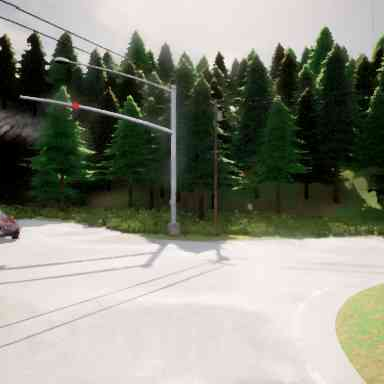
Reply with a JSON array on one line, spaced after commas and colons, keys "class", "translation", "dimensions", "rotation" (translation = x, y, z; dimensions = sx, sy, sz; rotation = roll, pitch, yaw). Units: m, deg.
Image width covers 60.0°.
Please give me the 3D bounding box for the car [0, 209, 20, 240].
[{"class": "car", "translation": [-9.838, 1.526, 16.081], "dimensions": [1.812, 1.442, 4.674], "rotation": [0, 0, -42]}]
